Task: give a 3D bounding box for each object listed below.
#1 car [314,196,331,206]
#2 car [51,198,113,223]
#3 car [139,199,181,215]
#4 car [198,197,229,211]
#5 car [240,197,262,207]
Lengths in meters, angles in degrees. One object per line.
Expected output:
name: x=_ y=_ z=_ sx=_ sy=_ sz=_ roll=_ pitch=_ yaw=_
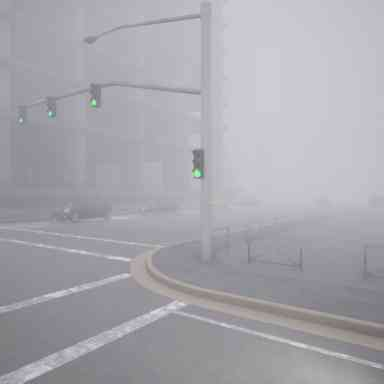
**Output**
car: x=21.834 y=1.422 z=55.557 sx=1.882 sy=1.535 sz=5.008 roll=0 pitch=0 yaw=35
car: x=-8.343 y=1.296 z=25.419 sx=2.097 sy=1.767 sz=4.553 roll=0 pitch=0 yaw=36
car: x=-3.078 y=1.436 z=32.843 sx=2.128 sy=1.511 sz=4.902 roll=0 pitch=0 yaw=35
car: x=2.697 y=1.422 z=40.985 sx=1.882 sy=1.535 sz=5.008 roll=0 pitch=0 yaw=36
car: x=8.831 y=1.470 z=49.573 sx=1.812 sy=1.442 sz=4.674 roll=0 pitch=0 yaw=36
